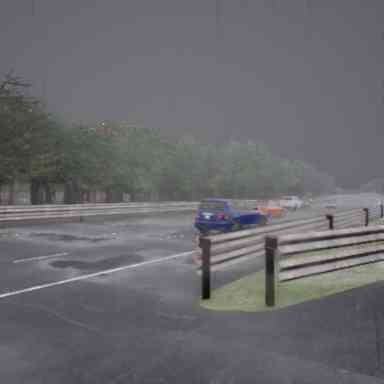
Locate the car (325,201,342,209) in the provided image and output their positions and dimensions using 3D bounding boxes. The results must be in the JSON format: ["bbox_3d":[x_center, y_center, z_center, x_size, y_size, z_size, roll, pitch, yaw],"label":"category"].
[{"bbox_3d":[24.326,2.188,57.021,1.895,1.301,4.718,0,0,33],"label":"car"}]

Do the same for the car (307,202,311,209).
[{"bbox_3d":[17.817,2.063,53.705,1.994,1.385,4.181,0,0,33],"label":"car"}]

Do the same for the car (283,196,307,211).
[{"bbox_3d":[14.675,1.655,48.825,2.150,2.045,5.566,0,-1,34],"label":"car"}]

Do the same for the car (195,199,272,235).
[{"bbox_3d":[2.387,1.411,19.362,2.150,2.045,5.566,0,0,36],"label":"car"}]

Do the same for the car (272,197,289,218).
[{"bbox_3d":[7.241,1.633,31.943,2.097,1.767,4.553,0,0,35],"label":"car"}]
